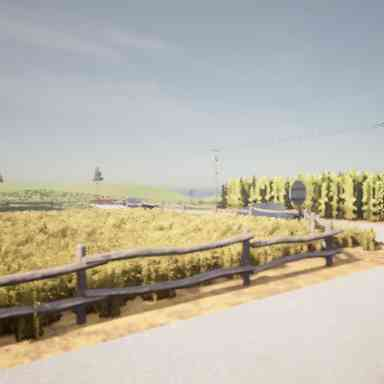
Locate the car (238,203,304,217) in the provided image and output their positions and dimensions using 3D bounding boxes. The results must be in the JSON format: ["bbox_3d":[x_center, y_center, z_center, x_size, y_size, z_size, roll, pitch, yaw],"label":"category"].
[{"bbox_3d":[5.561,1.510,23.689,2.033,1.411,5.357,0,0,-35],"label":"car"}]

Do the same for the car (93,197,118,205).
[{"bbox_3d":[-15.075,1.558,57.521,4.718,1.301,1.895,0,0,33],"label":"car"}]

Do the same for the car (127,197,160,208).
[{"bbox_3d":[-5.592,1.563,39.421,1.895,1.301,4.718,0,0,-35],"label":"car"}]

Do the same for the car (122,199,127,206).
[{"bbox_3d":[-8.804,1.481,49.717,1.812,1.442,4.674,0,0,-35],"label":"car"}]
